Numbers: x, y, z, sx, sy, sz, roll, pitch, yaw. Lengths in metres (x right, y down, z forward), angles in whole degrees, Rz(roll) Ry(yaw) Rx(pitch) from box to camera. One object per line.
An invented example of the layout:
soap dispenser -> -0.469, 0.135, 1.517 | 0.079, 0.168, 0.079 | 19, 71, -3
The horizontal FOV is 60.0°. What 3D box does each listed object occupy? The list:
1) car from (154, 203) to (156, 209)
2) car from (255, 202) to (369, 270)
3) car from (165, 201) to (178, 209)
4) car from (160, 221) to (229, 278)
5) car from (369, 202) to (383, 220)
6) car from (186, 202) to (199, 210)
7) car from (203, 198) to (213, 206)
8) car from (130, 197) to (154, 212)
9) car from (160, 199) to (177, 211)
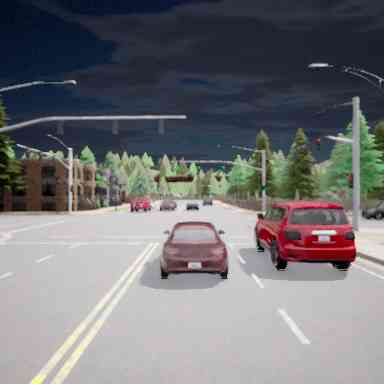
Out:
car -> -7.139, 2.156, 55.955 | 1.812, 1.442, 4.674 | 0, -1, 1
car -> 3.635, 1.357, 11.638 | 2.150, 2.045, 5.566 | 0, 0, 2
car -> -3.631, 2.222, 58.435 | 1.994, 1.385, 4.181 | 0, -1, 0
car -> 0.064, 1.644, 10.380 | 1.812, 1.442, 4.674 | 0, -1, 0
car -> 18.300, 1.702, 31.080 | 4.553, 1.767, 2.097 | 0, -1, 0
car -> 0.073, 2.194, 52.710 | 1.895, 1.301, 4.718 | 0, -1, 0
car -> 3.441, 2.176, 72.985 | 2.097, 1.767, 4.553 | 0, -1, 0
car -> -7.113, 1.746, 46.560 | 2.150, 2.045, 5.566 | 0, -1, 2
car -> -3.642, 1.914, 49.831 | 2.097, 1.767, 4.553 | 0, -1, 0
